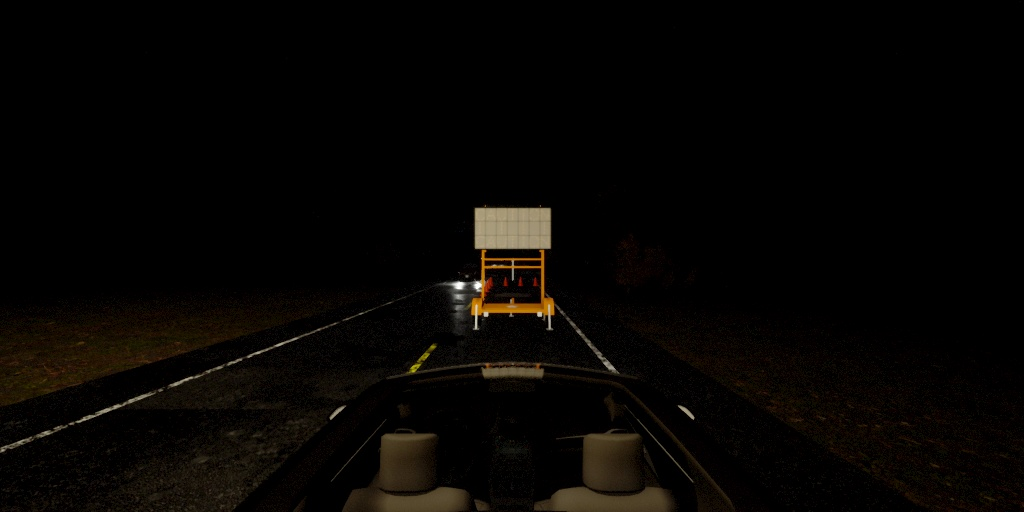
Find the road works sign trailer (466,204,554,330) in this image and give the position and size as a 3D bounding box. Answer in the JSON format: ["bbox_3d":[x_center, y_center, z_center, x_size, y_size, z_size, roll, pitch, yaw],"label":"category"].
[{"bbox_3d":[0.028,0.215,11.119,2.380,3.560,2.880,0,0,0],"label":"road works sign trailer"}]

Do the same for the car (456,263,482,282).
[{"bbox_3d":[-3.417,1.284,29.626,1.812,1.442,4.674,0,0,0],"label":"car"}]
